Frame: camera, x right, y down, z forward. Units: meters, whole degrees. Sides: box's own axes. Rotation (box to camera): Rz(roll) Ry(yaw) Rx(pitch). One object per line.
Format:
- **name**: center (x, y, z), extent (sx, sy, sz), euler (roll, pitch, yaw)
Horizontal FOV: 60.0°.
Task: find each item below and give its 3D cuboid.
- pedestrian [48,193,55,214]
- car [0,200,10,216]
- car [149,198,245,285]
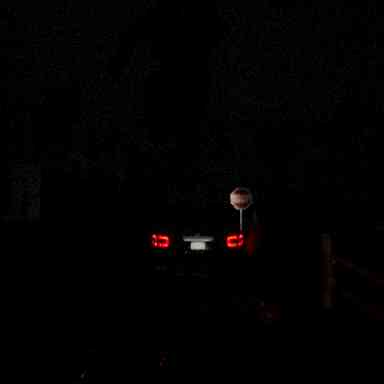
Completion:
- **pedestrian**: center (-12.123, 0.979, 28.583), extent (0.375, 1.860, 0.375), euler (0, -1, 0)
- **car**: center (-15.567, 1.087, 22.603), extent (5.008, 1.535, 1.882), euler (1, 0, 0)
- **car**: center (0.107, 1.170, 9.436), extent (2.150, 2.045, 5.566), euler (0, 0, 0)
